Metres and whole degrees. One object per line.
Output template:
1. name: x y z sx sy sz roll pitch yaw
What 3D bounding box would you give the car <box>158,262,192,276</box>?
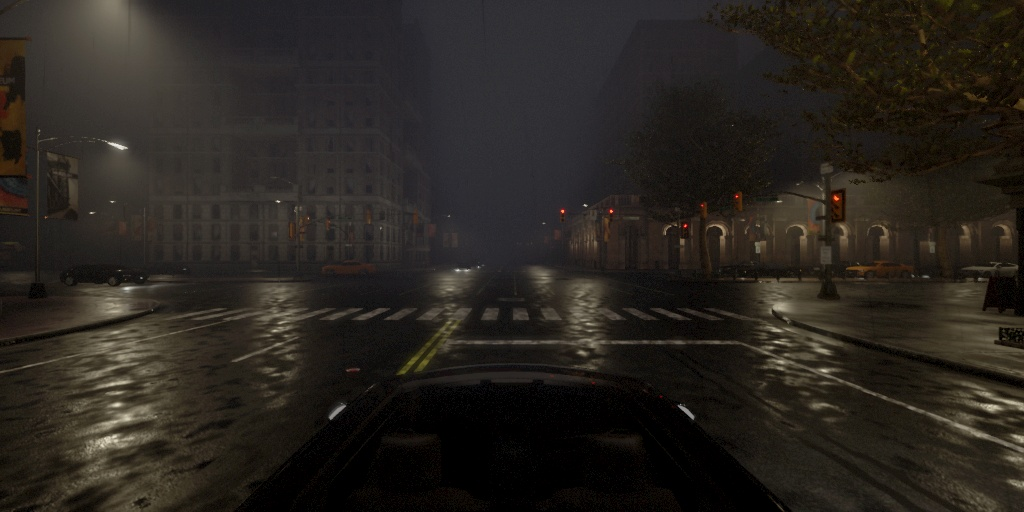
1. car: -34.971 1.310 36.139 4.181 1.385 1.994 0 0 0

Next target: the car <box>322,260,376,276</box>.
1. car: -16.498 1.224 36.405 5.008 1.535 1.882 0 1 -15

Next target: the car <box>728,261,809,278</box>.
1. car: 23.088 1.294 32.400 5.357 1.411 2.033 0 0 0

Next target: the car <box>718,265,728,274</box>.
1. car: 23.288 1.238 35.900 4.902 1.511 2.128 0 0 0

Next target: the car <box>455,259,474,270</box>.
1. car: -7.173 1.308 53.135 1.994 1.385 4.181 0 0 0

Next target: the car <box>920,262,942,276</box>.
1. car: 42.935 1.310 35.805 4.181 1.385 1.994 0 0 0

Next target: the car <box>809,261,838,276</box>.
1. car: 32.886 1.238 35.861 4.902 1.511 2.128 0 0 0

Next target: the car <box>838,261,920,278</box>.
1. car: 33.053 1.224 32.357 5.008 1.535 1.882 0 0 0

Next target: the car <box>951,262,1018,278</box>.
1. car: 43.279 1.272 32.304 4.674 1.442 1.812 0 0 1

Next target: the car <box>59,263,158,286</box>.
1. car: -27.647 1.252 24.418 4.892 1.490 1.837 0 0 0
